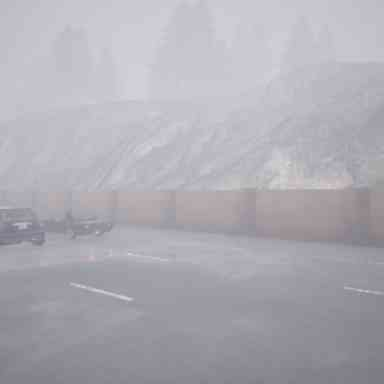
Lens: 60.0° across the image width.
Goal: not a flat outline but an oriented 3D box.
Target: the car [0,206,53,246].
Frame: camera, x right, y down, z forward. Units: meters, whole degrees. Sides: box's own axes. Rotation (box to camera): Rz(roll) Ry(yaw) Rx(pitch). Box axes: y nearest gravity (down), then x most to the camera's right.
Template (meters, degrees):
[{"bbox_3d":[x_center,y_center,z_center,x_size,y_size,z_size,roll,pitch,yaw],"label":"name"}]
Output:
[{"bbox_3d":[-8.244,1.363,14.049,4.553,1.767,2.097,0,0,35],"label":"car"}]

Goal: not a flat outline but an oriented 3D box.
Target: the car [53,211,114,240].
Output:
[{"bbox_3d":[-6.261,1.614,16.933,4.718,1.301,1.895,0,0,35],"label":"car"}]
